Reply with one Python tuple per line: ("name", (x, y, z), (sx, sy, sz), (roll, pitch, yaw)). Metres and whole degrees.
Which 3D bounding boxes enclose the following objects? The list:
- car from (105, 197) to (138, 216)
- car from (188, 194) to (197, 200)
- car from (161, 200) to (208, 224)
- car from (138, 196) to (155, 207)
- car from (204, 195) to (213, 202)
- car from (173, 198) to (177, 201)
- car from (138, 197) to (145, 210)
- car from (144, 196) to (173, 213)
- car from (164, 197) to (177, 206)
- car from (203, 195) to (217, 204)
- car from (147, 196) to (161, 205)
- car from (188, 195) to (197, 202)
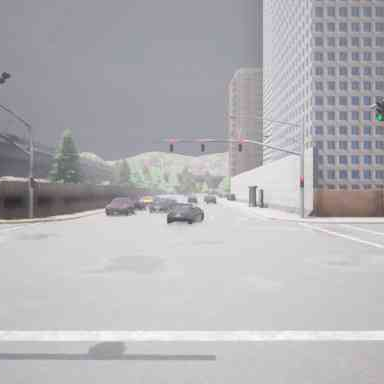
("car", (-7.045, 1.352, 32.874), (2.097, 1.767, 4.553), (0, 0, 0))
("car", (0.094, 1.478, 64.245), (1.882, 1.535, 5.008), (0, 0, 0))
("car", (-0.424, 1.581, 24.966), (1.994, 1.385, 4.181), (0, 0, 16))
("car", (-7.012, 1.478, 51.376), (1.882, 1.535, 5.008), (0, 0, 0))
("car", (3.610, 1.500, 74.516), (1.837, 1.490, 4.892), (0, 0, 0))
("car", (-3.531, 1.564, 45.378), (1.994, 1.385, 4.181), (0, 0, -1))
("car", (-7.032, 1.601, 41.860), (1.895, 1.301, 4.718), (0, 0, 0))
("car", (-3.535, 1.491, 36.458), (2.128, 1.511, 4.902), (0, 0, 0))
("car", (-3.496, 1.601, 55.360), (1.895, 1.301, 4.718), (0, 0, 0))
("car", (3.694, 1.505, 64.119), (1.837, 1.490, 4.892), (0, 0, 0))
("car", (-6.973, 1.478, 61.449), (1.882, 1.535, 5.008), (0, 0, 1))
("car", (0.109, 1.328, 74.467), (1.837, 1.490, 4.892), (0, 0, 0))
